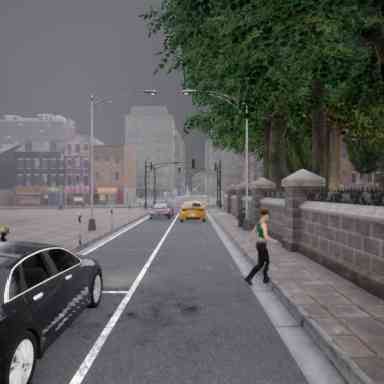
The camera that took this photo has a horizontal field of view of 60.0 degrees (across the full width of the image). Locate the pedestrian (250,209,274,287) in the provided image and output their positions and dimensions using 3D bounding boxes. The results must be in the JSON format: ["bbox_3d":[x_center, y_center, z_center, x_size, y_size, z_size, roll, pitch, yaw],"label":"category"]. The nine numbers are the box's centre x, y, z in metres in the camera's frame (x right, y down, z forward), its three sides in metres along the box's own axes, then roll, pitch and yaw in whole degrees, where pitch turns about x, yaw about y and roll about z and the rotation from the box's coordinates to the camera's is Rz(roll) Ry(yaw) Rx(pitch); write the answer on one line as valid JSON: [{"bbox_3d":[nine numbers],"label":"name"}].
[{"bbox_3d":[1.680,1.294,7.955,0.375,1.860,0.375,0,0,0],"label":"pedestrian"}]

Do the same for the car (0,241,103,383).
[{"bbox_3d":[-2.749,1.505,5.012,1.837,1.490,4.892,0,0,0],"label":"car"}]

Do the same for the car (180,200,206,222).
[{"bbox_3d":[0.072,1.477,26.310,1.882,1.535,5.008,0,0,0],"label":"car"}]

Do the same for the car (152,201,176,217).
[{"bbox_3d":[-2.630,1.565,32.375,1.947,1.339,4.313,0,0,0],"label":"car"}]

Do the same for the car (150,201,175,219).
[{"bbox_3d":[-2.631,1.581,28.712,1.802,1.307,4.206,0,0,0],"label":"car"}]

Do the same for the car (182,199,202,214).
[{"bbox_3d":[0.012,1.546,36.799,2.033,1.411,5.357,0,0,0],"label":"car"}]
